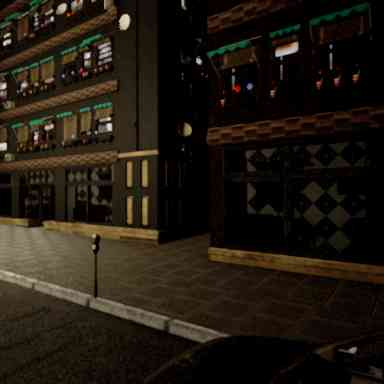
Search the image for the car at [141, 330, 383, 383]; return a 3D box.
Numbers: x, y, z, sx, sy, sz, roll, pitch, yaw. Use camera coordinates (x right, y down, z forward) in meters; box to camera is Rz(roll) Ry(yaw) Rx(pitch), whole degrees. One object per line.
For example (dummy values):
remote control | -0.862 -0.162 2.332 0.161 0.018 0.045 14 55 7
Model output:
car | 1.513 1.551 1.795 4.403 1.369 2.008 0 0 36
